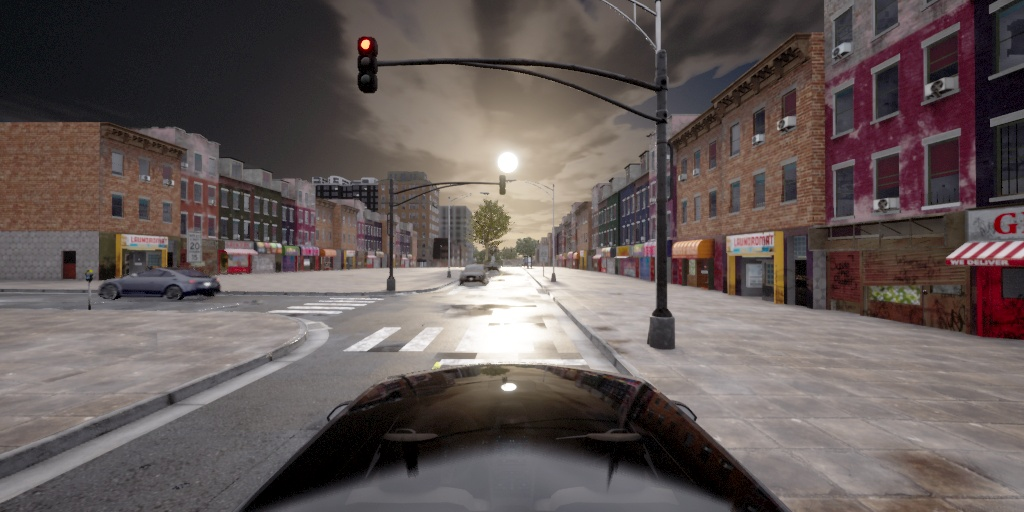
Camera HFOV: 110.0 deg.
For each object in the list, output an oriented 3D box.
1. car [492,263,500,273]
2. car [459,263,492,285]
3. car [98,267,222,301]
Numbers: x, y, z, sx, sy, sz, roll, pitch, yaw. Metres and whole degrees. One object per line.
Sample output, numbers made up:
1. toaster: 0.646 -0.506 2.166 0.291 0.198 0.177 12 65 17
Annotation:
1. car: -2.649 1.578 48.823 1.895 1.301 4.718 0 0 0
2. car: -2.770 1.342 27.006 1.837 1.490 4.892 0 0 1
3. car: -15.431 1.189 15.852 4.181 1.385 1.994 1 0 1
